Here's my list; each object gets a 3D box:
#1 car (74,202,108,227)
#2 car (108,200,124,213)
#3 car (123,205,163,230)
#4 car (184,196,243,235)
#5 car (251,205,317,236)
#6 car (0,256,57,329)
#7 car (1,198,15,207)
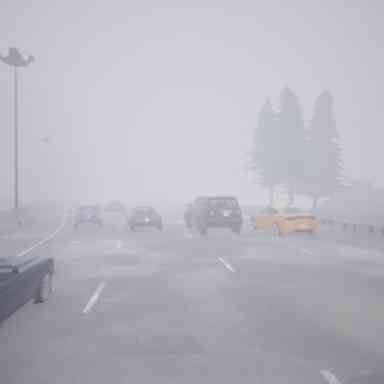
[{"bbox_3d":[-7.293,1.604,23.480,2.033,1.411,5.357,0,0,-18],"label":"car"},{"bbox_3d":[-8.937,1.635,38.384,1.994,1.385,4.181,0,0,-20],"label":"car"},{"bbox_3d":[-3.118,1.590,21.353,1.994,1.385,4.181,0,0,-14],"label":"car"},{"bbox_3d":[1.086,1.217,19.171,2.150,2.045,5.566,0,0,-13],"label":"car"},{"bbox_3d":[4.829,1.446,18.229,1.882,1.535,5.008,0,0,-12],"label":"car"},{"bbox_3d":[-3.764,1.629,5.197,1.895,1.301,4.718,0,0,-4],"label":"car"},{"bbox_3d":[-30.465,1.731,55.549,1.837,1.490,4.892,0,0,-20],"label":"car"}]
